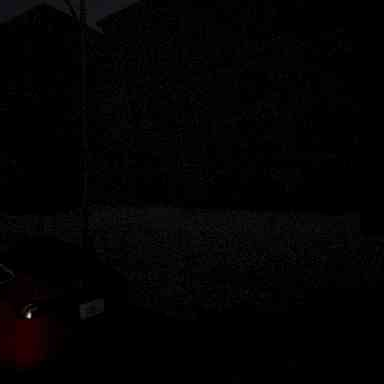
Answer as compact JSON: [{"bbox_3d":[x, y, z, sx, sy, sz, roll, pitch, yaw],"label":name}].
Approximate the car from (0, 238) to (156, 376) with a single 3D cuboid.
[{"bbox_3d":[-3.172,1.515,5.528,4.792,1.488,2.163,0,0,35],"label":"car"}]
